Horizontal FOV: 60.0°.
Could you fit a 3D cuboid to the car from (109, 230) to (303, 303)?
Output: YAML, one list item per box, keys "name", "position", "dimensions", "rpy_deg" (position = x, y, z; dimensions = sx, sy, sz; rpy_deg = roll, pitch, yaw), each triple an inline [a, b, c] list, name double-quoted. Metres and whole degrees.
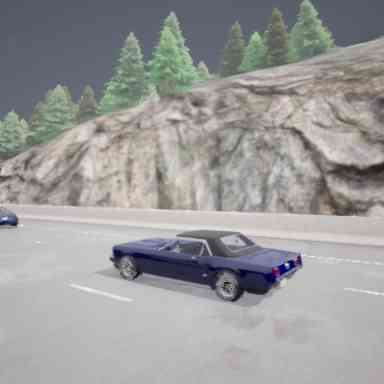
- name: "car"
  position: [0.133, 1.617, 8.301]
  dimensions: [4.718, 1.301, 1.895]
  rpy_deg: [0, 0, 35]

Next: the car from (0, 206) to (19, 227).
- name: "car"
  position: [-13.388, 1.650, 22.147]
  dimensions: [4.181, 1.385, 1.994]
  rpy_deg: [0, 0, 36]
